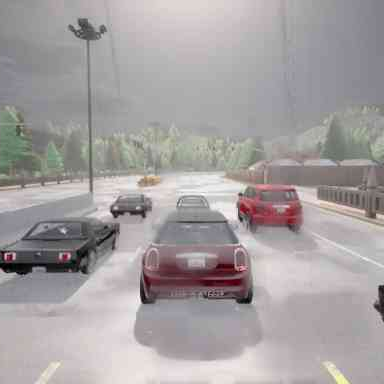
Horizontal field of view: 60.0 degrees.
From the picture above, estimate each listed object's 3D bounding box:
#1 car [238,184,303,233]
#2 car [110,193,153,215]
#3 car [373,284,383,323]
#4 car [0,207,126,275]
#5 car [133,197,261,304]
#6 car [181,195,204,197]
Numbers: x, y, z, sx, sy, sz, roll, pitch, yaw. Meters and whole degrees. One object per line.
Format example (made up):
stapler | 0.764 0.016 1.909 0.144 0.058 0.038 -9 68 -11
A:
car | 3.538 0.635 15.948 2.150 2.045 5.566 0 4 0
car | -3.480 0.729 19.997 1.895 1.301 4.718 0 4 0
car | 3.594 1.577 2.746 1.895 1.301 4.718 0 1 0
car | -3.430 1.374 9.675 1.895 1.301 4.718 0 2 0
car | 0.077 1.191 7.985 2.097 1.767 4.553 0 2 0
car | 0.034 0.858 17.367 2.033 1.411 5.357 0 4 0
